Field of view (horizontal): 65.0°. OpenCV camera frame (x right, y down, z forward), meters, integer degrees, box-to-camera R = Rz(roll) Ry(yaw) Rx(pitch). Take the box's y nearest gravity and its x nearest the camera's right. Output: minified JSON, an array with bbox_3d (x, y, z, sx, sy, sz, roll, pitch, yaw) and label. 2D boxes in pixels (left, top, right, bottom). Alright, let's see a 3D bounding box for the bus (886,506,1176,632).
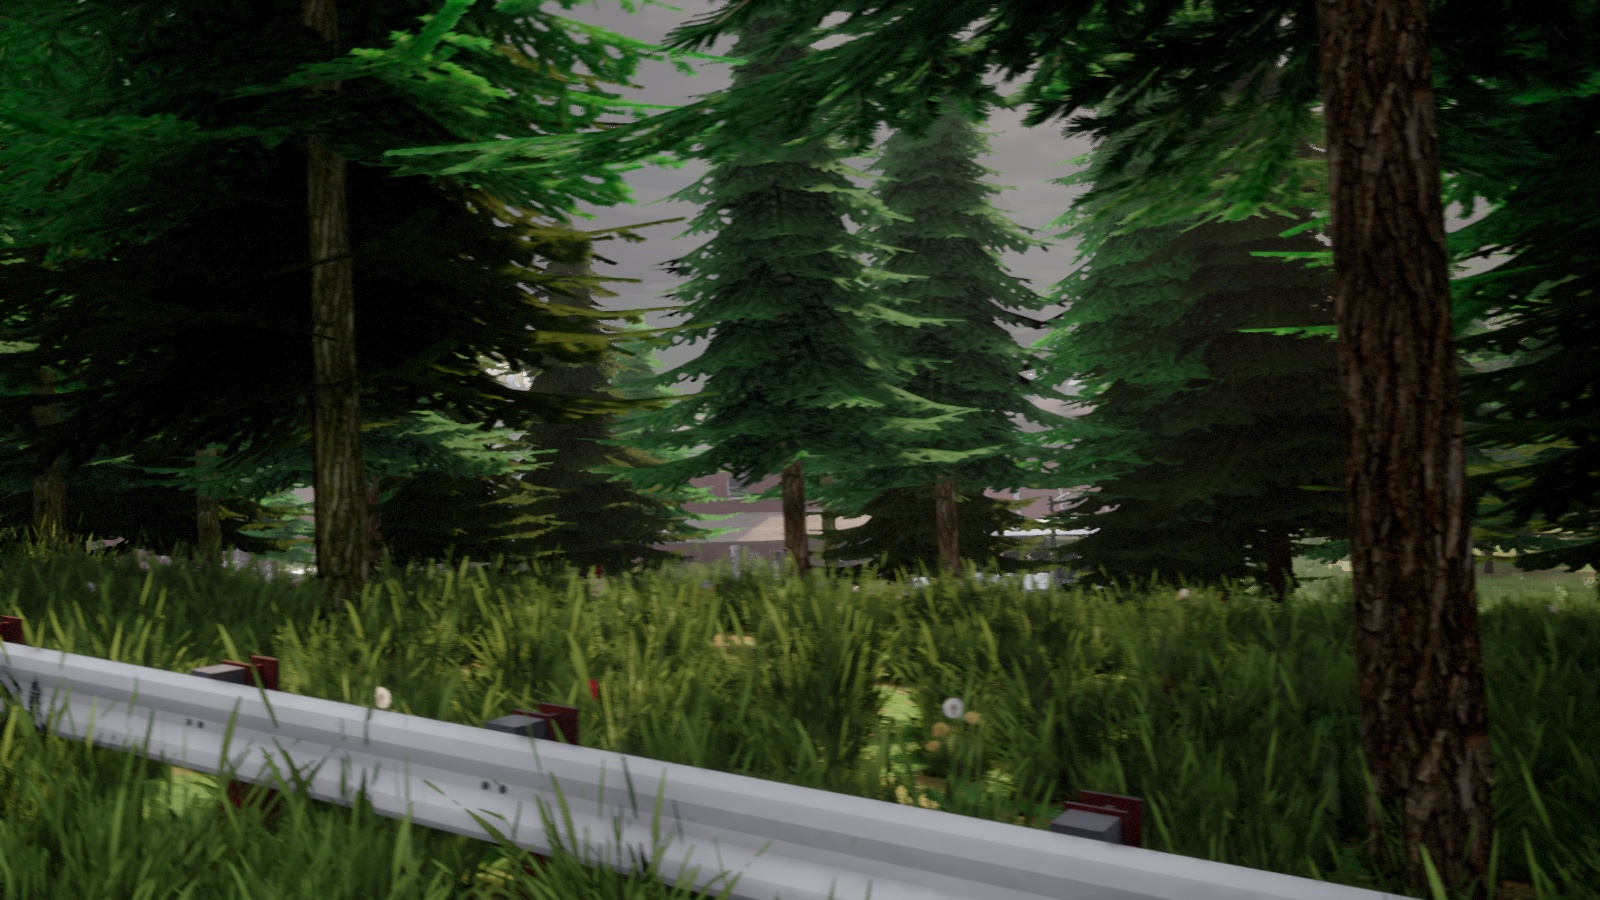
[{"bbox_3d":[8.867,4.678,49.352,10.273,4.253,3.944,-6,-2,40],"label":"bus"}]
